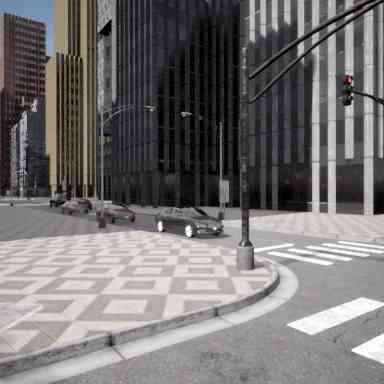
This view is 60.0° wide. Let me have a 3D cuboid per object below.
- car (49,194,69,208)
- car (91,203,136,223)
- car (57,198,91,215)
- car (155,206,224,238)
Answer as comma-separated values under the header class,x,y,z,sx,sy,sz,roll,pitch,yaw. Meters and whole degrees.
class,x,y,z,sx,sy,sz,roll,pitch,yaw
car,-20.647,1.367,52.066,2.150,2.045,5.566,0,0,-35
car,-6.139,1.597,26.341,1.812,1.442,4.674,0,0,-35
car,-12.479,1.628,35.271,1.812,1.442,4.674,0,0,-35
car,-0.266,1.545,18.097,1.837,1.490,4.892,0,0,-35
